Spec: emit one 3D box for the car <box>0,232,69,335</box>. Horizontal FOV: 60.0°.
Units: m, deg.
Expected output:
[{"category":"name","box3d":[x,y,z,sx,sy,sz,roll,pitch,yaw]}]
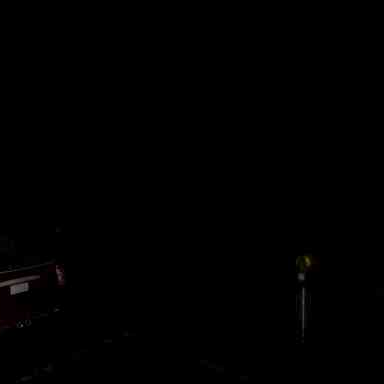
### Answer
[{"category":"car","box3d":[-4.109,1.440,6.012,4.097,1.590,1.967,0,0,36]}]
